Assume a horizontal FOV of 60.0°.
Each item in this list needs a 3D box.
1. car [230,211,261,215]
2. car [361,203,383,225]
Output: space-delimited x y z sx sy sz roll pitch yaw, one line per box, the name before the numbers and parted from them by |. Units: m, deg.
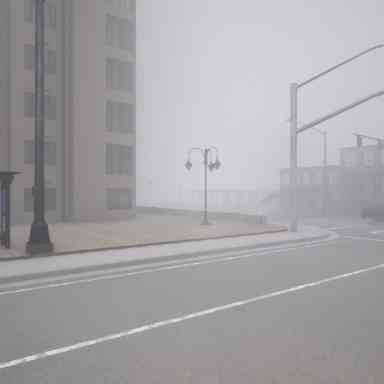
car | 5.084 2.679 34.646 1.882 1.535 5.008 0 -9 -36
car | 13.759 1.445 21.952 1.882 1.535 5.008 0 0 -27
